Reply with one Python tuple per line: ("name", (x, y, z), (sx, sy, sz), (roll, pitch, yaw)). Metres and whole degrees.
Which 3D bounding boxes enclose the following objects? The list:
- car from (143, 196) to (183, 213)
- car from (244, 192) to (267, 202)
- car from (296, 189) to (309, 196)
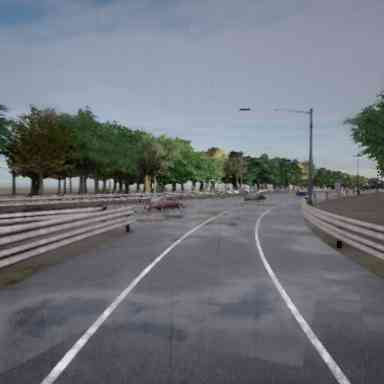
("car", (-2.735, 1.144, 31.985), (1.812, 1.442, 4.674), (1, 2, 33))
("car", (9.821, 0.731, 51.426), (2.033, 1.411, 5.357), (1, 2, 33))
("car", (25.028, 0.138, 74.947), (1.882, 1.535, 5.008), (1, 1, 33))
